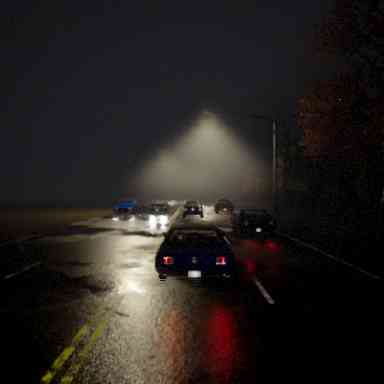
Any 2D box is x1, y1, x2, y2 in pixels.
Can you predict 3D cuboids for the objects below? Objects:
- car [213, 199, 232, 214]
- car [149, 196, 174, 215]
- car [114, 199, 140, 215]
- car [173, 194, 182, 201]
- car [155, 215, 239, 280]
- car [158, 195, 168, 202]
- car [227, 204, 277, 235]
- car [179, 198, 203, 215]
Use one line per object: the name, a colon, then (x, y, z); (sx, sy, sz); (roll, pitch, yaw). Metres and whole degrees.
car: (3.353, 1.483, 35.960); (1.837, 1.490, 4.892); (0, 1, 0)
car: (-3.351, 1.498, 34.497); (2.128, 1.511, 4.902); (0, 0, 0)
car: (-6.601, 1.484, 34.151); (1.882, 1.535, 5.008); (0, 0, 0)
car: (-3.255, 1.183, 75.772); (2.097, 1.767, 4.553); (0, 0, 0)
car: (0.067, 1.607, 9.888); (1.895, 1.301, 4.718); (0, 0, 0)
car: (-6.505, 1.453, 75.296); (1.895, 1.301, 4.718); (0, 0, 0)
car: (3.350, 1.607, 18.951); (1.895, 1.301, 4.718); (0, 0, 0)
car: (0.093, 1.555, 30.947); (2.033, 1.411, 5.357); (0, 0, 0)
